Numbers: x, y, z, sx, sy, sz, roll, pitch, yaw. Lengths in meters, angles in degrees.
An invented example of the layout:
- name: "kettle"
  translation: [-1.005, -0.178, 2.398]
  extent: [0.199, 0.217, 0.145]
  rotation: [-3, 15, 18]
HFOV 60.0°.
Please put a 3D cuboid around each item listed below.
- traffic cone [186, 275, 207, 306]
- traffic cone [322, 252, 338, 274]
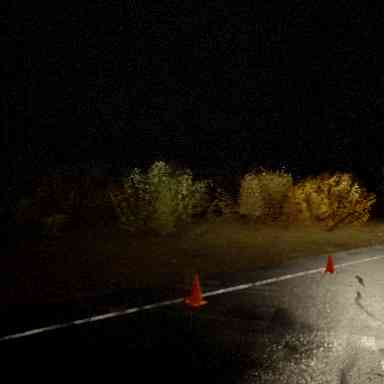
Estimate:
- name: "traffic cone"
  translation: [0.098, 2.091, 7.174]
  extent: [0.340, 0.580, 0.340]
  rotation: [0, -1, -35]
- name: "traffic cone"
  translation: [4.180, 2.124, 10.062]
  extent: [0.340, 0.580, 0.340]
  rotation: [0, -1, -35]
